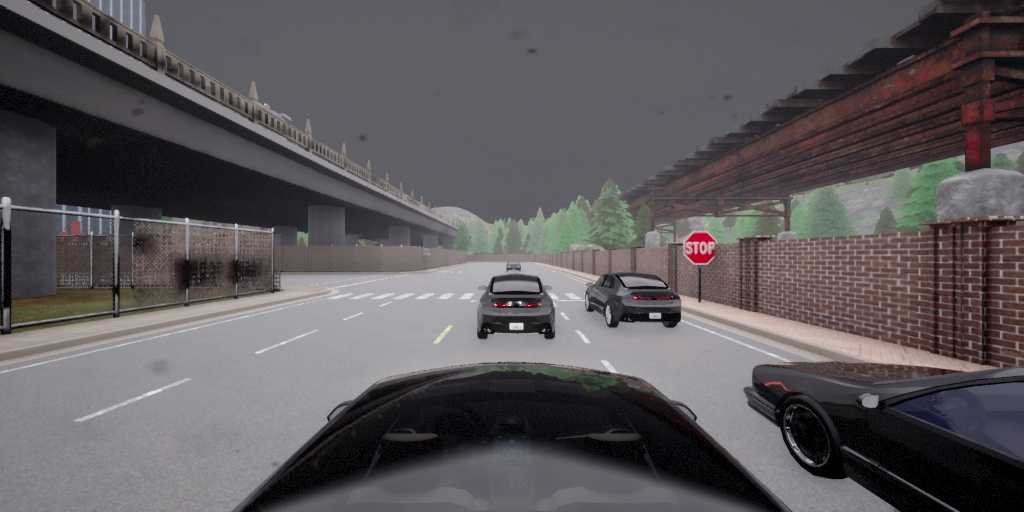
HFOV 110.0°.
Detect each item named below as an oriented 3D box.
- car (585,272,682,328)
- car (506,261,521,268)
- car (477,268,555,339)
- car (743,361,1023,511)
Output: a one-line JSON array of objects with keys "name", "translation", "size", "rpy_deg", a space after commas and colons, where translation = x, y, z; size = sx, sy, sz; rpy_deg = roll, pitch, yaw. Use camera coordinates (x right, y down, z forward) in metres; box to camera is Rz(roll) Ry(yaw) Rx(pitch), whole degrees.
[{"name": "car", "translation": [3.600, 1.255, 11.414], "size": [1.837, 1.490, 4.892], "rpy_deg": [0, 0, 0]}, {"name": "car", "translation": [0.182, 1.351, 46.334], "size": [1.895, 1.301, 4.718], "rpy_deg": [0, 0, -1]}, {"name": "car", "translation": [0.098, 1.255, 10.055], "size": [1.837, 1.490, 4.892], "rpy_deg": [0, 0, 0]}, {"name": "car", "translation": [3.600, 1.297, 1.668], "size": [2.033, 1.411, 5.357], "rpy_deg": [0, 0, 0]}]
